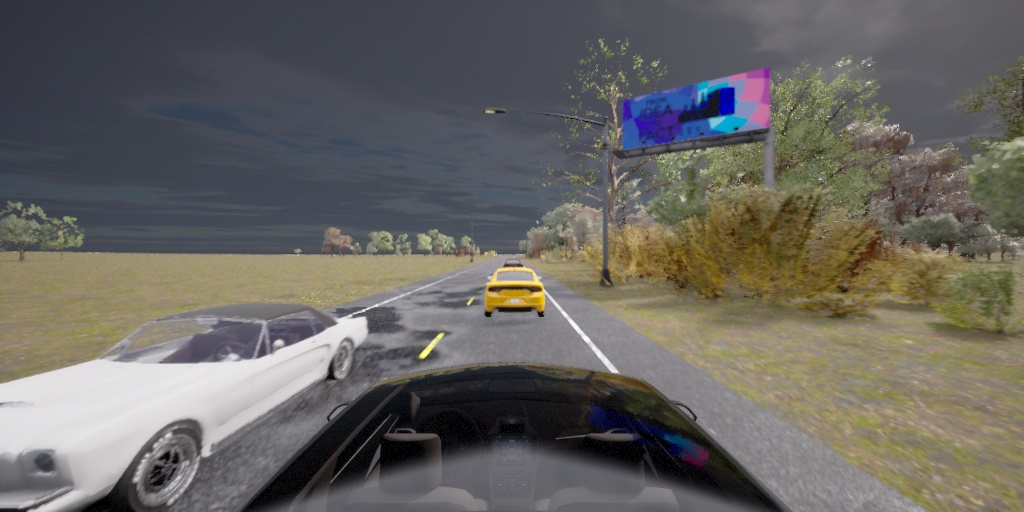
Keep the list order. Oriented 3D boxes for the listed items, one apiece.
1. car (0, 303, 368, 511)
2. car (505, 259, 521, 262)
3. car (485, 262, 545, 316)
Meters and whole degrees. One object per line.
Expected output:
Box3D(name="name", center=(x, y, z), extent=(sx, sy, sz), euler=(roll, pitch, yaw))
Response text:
Box3D(name="car", center=(-3.581, 1.333, 4.349), extent=(1.895, 1.301, 4.718), euler=(0, 0, 0))
Box3D(name="car", center=(0.099, 1.008, 34.351), extent=(1.882, 1.535, 5.008), euler=(0, 0, 0))
Box3D(name="car", center=(0.092, 1.152, 12.976), extent=(1.882, 1.535, 5.008), euler=(0, 0, 0))
